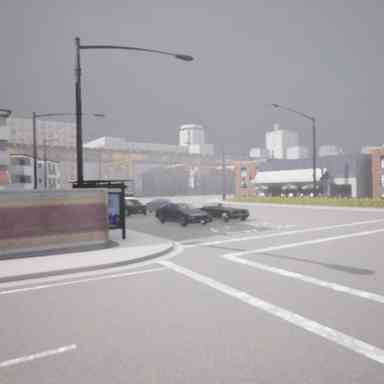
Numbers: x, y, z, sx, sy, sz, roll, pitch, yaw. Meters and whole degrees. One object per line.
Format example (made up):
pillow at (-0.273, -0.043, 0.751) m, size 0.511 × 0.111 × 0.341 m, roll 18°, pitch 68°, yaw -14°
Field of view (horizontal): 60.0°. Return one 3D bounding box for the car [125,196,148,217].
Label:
car at (-5.909, 1.406, 31.441) m, size 1.882 × 1.535 × 5.008 m, roll -1°, pitch 1°, yaw -31°

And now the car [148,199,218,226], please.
car at (-0.767, 1.487, 23.144) m, size 2.033 × 1.411 × 5.357 m, roll -2°, pitch 1°, yaw -32°

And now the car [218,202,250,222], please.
car at (2.174, 1.462, 25.048) m, size 1.895 × 1.301 × 4.718 m, roll -2°, pitch 1°, yaw -32°

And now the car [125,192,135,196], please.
car at (-8.444, 1.054, 42.611) m, size 2.150 × 2.045 × 5.566 m, roll -1°, pitch 1°, yaw -27°
